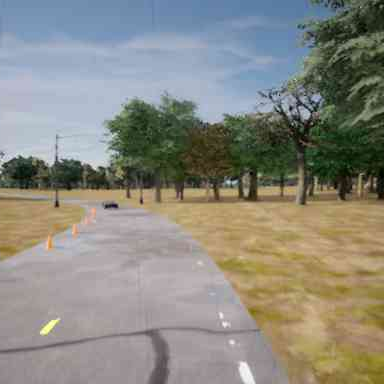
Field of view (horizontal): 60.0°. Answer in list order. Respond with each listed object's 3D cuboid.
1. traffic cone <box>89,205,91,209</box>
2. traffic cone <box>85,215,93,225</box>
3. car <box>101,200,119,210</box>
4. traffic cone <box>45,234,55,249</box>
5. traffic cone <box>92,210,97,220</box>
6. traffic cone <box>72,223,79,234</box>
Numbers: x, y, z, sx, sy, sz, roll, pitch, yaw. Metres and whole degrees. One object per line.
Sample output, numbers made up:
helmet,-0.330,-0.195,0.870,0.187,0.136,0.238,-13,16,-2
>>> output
traffic cone,-12.469,2.037,42.068,0.340,0.580,0.340,-1,0,-20
traffic cone,-7.297,2.021,23.190,0.340,0.580,0.340,0,0,-11
car,-10.880,1.660,44.090,1.895,1.301,4.718,-1,0,-20
traffic cone,-5.792,2.011,13.512,0.340,0.580,0.340,0,0,-7
traffic cone,-8.322,2.025,27.980,0.340,0.580,0.340,0,0,-13
traffic cone,-6.453,2.017,18.365,0.340,0.580,0.340,0,0,-9
